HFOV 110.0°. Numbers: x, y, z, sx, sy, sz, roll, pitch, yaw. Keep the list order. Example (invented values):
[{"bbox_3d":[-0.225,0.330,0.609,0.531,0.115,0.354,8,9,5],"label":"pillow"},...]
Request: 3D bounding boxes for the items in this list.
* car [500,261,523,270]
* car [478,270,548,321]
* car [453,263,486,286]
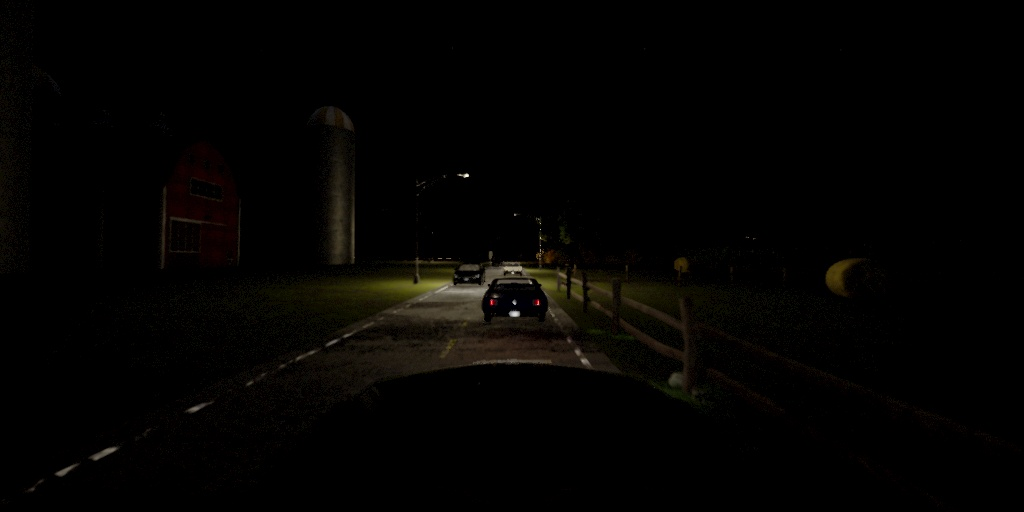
[{"bbox_3d":[0.080,1.310,36.388,1.895,1.301,4.718,0,0,0],"label":"car"},{"bbox_3d":[0.086,1.336,12.305,1.895,1.301,4.718,0,0,0],"label":"car"},{"bbox_3d":[-2.852,1.197,24.876,1.882,1.535,5.008,0,0,0],"label":"car"}]
